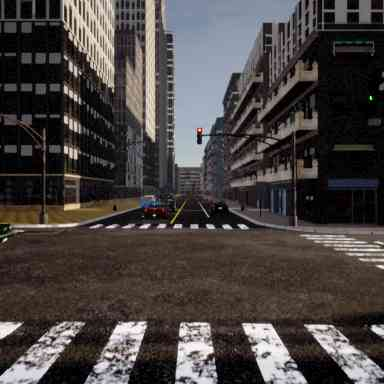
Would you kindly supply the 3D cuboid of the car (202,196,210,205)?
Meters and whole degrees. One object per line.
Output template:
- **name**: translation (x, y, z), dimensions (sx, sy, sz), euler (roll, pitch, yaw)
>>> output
- **car**: translation (2.698, 1.549, 43.727), dimensions (1.887, 1.381, 4.507), euler (0, 0, 0)

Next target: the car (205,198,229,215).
- **car**: translation (2.696, 1.568, 33.760), dimensions (1.947, 1.339, 4.313), euler (0, 0, 0)

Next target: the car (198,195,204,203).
- **car**: translation (2.702, 1.560, 60.690), dimensions (2.008, 1.369, 4.403), euler (0, 0, 0)

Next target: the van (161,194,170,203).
- **van**: translation (-5.676, 1.355, 72.000), dimensions (1.690, 1.788, 3.998), euler (0, 0, 0)

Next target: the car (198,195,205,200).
- **car**: translation (2.710, 1.590, 94.615), dimensions (1.947, 1.339, 4.313), euler (0, 0, 0)

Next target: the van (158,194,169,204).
- **van**: translation (-5.678, 1.353, 66.345), dimensions (1.690, 1.788, 3.998), euler (0, 0, 0)

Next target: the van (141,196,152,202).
- **van**: translation (-5.683, 1.346, 43.728), dimensions (1.690, 1.788, 3.998), euler (0, 0, 0)

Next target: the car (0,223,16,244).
- **car**: translation (-9.184, 1.458, 12.135), dimensions (4.718, 1.301, 1.895), euler (1, 0, -11)

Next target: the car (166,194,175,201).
- **car**: translation (-5.672, 1.336, 88.963), dimensions (2.192, 1.841, 5.009), euler (0, 0, 0)

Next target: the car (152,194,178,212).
- **car**: translation (-3.095, 1.225, 39.463), dimensions (2.150, 2.045, 5.566), euler (0, 0, 0)

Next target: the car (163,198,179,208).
- **car**: translation (-3.072, 1.570, 49.553), dimensions (1.994, 1.385, 4.181), euler (0, 0, 0)

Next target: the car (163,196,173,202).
- **car**: translation (-5.674, 1.567, 77.654), dimensions (2.008, 1.369, 4.403), euler (0, 0, 0)

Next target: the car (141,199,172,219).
- **car**: translation (-3.095, 1.603, 29.564), dimensions (1.895, 1.301, 4.718), euler (0, 0, 0)
